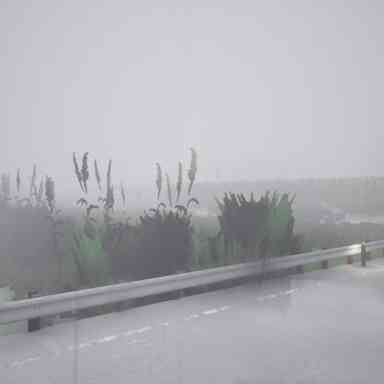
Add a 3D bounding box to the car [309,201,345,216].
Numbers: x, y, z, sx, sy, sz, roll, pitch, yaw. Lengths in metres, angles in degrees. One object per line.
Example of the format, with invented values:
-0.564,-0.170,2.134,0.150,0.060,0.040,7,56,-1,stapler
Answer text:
10.868,1.584,29.022,2.097,1.767,4.553,-1,1,-43,car
